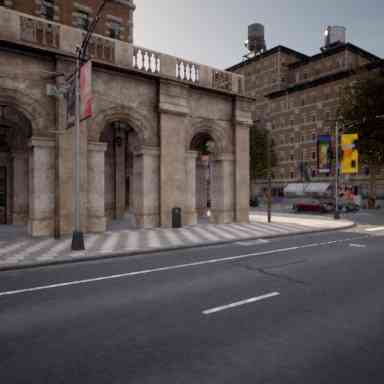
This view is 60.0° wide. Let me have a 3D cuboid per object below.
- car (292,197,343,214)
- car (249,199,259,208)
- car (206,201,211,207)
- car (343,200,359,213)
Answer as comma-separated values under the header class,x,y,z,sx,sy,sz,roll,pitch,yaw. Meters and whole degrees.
class,x,y,z,sx,sy,sz,roll,pitch,yaw
car,12.881,1.352,34.899,2.097,1.767,4.553,0,0,-34
car,7.514,1.478,48.583,1.882,1.535,5.008,0,1,-36
car,1.151,1.595,46.040,1.895,1.301,4.718,0,0,-36
car,15.939,1.504,36.852,1.837,1.490,4.892,0,0,-36
